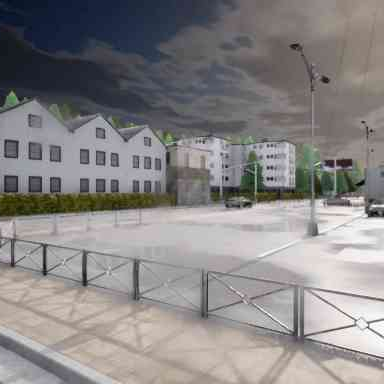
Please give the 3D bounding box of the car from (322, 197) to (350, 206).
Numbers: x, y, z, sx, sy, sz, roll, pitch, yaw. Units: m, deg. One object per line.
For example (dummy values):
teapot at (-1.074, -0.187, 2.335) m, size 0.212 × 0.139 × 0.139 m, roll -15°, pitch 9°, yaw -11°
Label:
car at (22.882, 1.546, 52.933) m, size 4.181 × 1.385 × 1.994 m, roll 0°, pitch 0°, yaw 43°

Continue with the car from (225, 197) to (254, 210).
car at (5.742, 1.300, 39.643) m, size 2.128 × 1.511 × 4.902 m, roll 0°, pitch 0°, yaw 35°

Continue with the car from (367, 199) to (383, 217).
car at (15.428, 1.298, 26.805) m, size 2.007 × 1.523 × 4.514 m, roll 0°, pitch 0°, yaw 35°
